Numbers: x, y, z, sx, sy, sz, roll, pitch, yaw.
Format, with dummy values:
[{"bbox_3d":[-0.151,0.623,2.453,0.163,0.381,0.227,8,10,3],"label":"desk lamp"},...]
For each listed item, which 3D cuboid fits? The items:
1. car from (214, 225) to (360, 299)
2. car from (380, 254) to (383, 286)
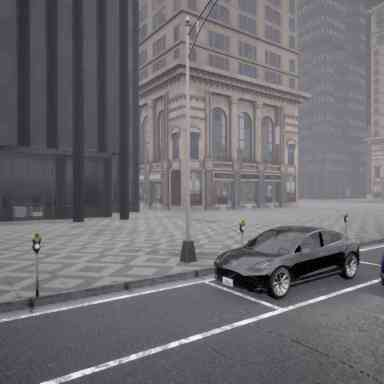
[{"bbox_3d":[2.546,1.565,8.452,4.313,1.339,1.947,0,0,-35],"label":"car"},{"bbox_3d":[6.403,1.351,7.798,4.553,1.767,2.097,0,0,-35],"label":"car"}]
